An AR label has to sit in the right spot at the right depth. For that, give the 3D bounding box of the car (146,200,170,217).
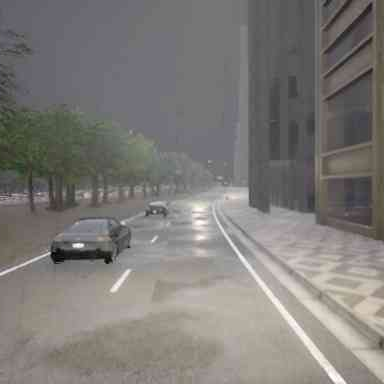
[{"bbox_3d":[-3.061,1.465,30.289,1.812,1.442,4.674,0,0,2],"label":"car"}]

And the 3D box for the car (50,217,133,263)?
[{"bbox_3d":[-3.431,1.582,12.057,1.994,1.385,4.181,0,0,0],"label":"car"}]
